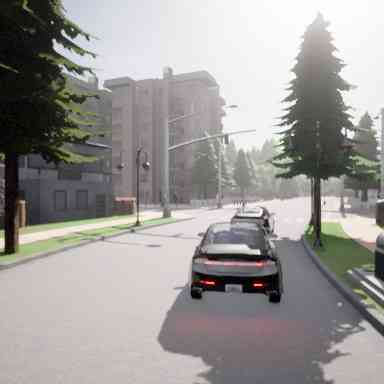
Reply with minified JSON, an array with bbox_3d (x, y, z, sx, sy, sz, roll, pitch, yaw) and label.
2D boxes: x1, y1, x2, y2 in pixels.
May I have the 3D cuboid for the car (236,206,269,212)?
[{"bbox_3d":[3.230,1.485,17.384,2.128,1.511,4.902,0,0,18],"label":"car"}]

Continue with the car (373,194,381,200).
[{"bbox_3d":[46.301,1.465,78.786,5.008,1.535,1.882,0,0,24],"label":"car"}]

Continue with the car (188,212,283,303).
[{"bbox_3d":[1.104,1.488,8.277,2.128,1.511,4.902,0,0,9],"label":"car"}]
